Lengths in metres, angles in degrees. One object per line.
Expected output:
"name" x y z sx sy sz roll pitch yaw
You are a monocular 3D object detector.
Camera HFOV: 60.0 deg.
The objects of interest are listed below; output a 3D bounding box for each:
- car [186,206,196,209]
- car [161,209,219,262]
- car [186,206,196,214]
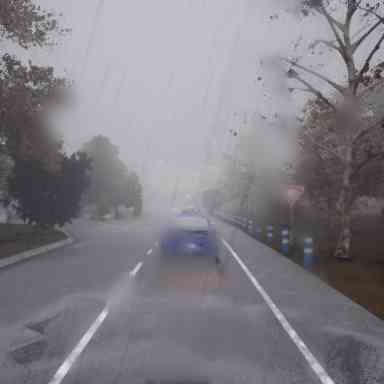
"car" -0.003 2.272 32.647 1.895 1.301 4.718 0 -2 0
"car" -0.145 1.572 12.551 1.882 1.535 5.008 0 -1 -3
"car" -0.199 3.366 63.833 1.812 1.442 4.674 0 -2 0
